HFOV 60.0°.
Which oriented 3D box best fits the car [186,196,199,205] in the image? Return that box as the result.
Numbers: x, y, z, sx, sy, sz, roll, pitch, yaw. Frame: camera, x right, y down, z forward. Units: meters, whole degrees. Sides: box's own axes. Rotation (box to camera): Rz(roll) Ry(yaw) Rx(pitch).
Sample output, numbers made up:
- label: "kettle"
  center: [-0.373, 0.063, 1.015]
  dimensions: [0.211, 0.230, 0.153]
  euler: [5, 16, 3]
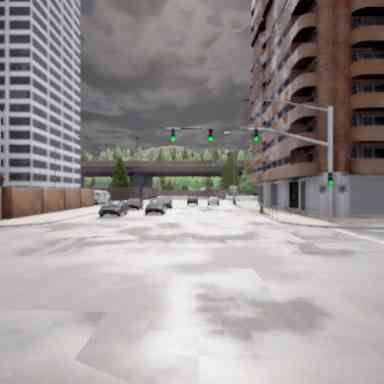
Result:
- label: "car"
  center: [0.106, 1.393, 54.609]
  dimensions: [1.837, 1.490, 4.892]
  euler: [0, 0, 0]

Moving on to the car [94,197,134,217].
- label: "car"
  center: [-7.096, 1.484, 30.755]
  dimensions: [2.033, 1.411, 5.357]
  euler: [0, 0, 0]

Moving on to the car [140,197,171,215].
- label: "car"
  center: [-3.595, 1.479, 33.625]
  dimensions: [2.033, 1.411, 5.357]
  euler: [0, 0, 0]

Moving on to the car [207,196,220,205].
- label: "car"
  center: [3.506, 1.414, 54.486]
  dimensions: [1.812, 1.442, 4.674]
  euler: [0, 0, 0]

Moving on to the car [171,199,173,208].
- label: "car"
  center: [-3.575, 1.388, 43.902]
  dimensions: [1.882, 1.535, 5.008]
  euler: [0, 0, 0]

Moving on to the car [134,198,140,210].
- label: "car"
  center: [-7.085, 1.463, 41.108]
  dimensions: [2.033, 1.411, 5.357]
  euler: [0, 0, 0]
